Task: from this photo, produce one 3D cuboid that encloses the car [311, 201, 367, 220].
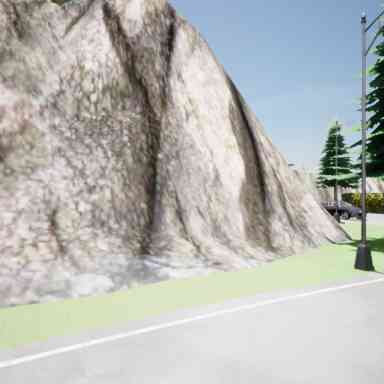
[{"bbox_3d":[12.368,1.492,28.302,2.128,1.511,4.902,0,0,-26],"label":"car"}]
